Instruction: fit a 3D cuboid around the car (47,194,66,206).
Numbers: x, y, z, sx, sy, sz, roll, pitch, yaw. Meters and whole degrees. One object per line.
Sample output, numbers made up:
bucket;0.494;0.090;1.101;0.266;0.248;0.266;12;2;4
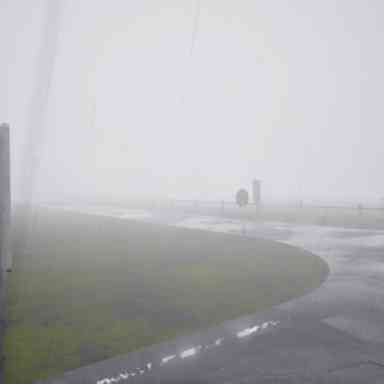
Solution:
car;-19.599;1.089;47.858;1.812;1.442;4.674;-1;1;-36
